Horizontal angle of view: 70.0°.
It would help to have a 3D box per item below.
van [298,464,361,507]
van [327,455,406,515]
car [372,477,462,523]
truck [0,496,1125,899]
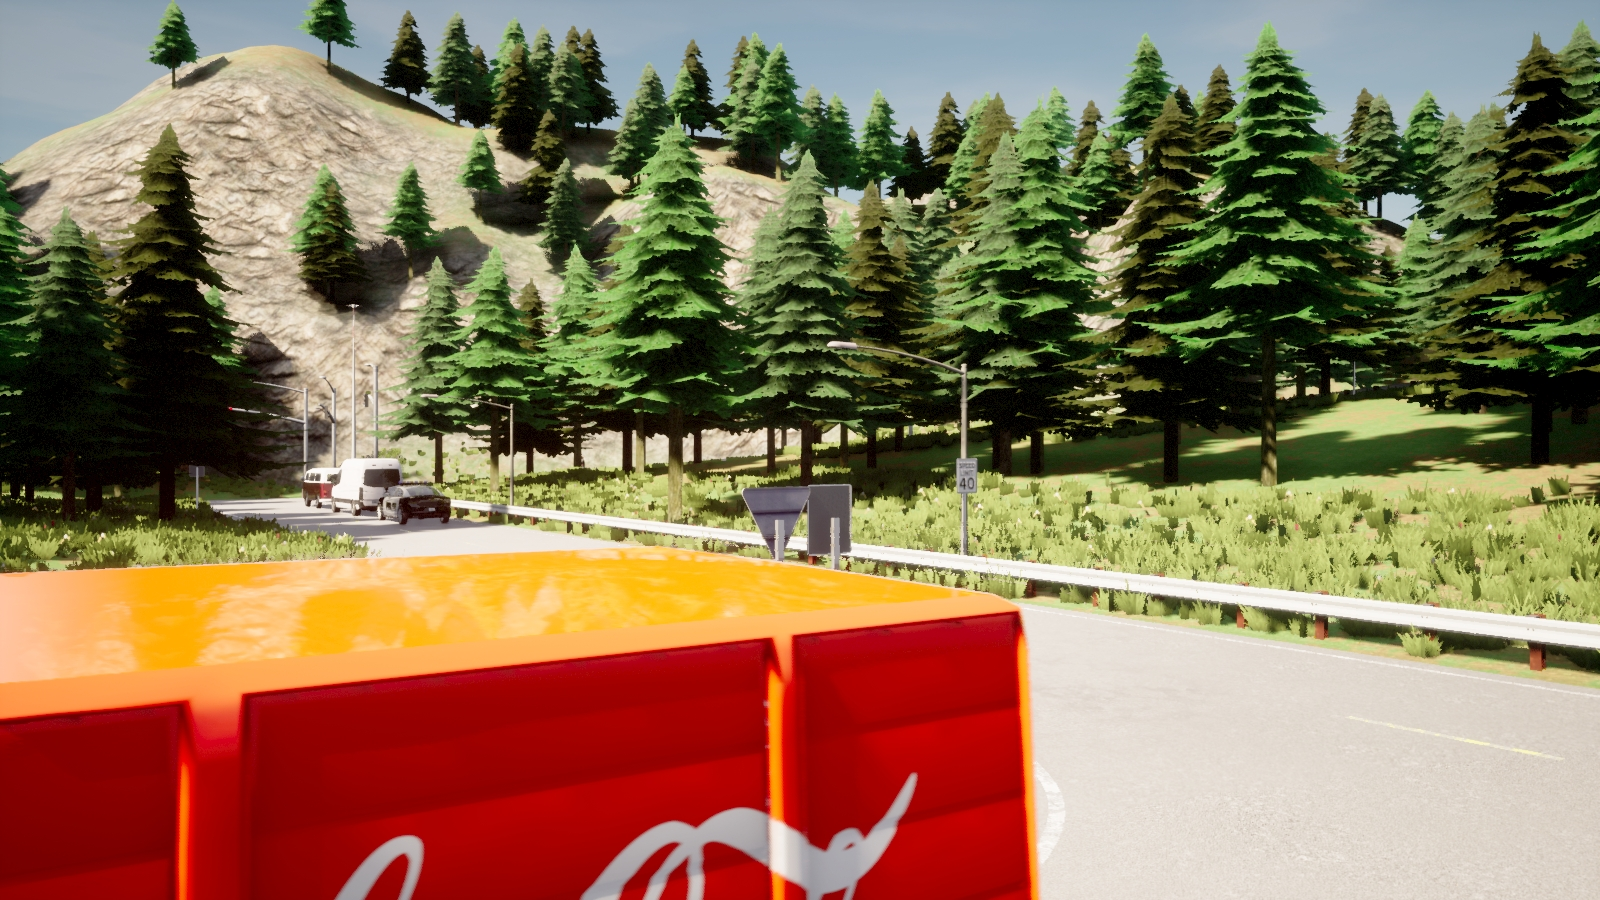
[{"bbox_3d":[-24.143,1.782,58.581,2.069,2.038,4.480,0,0,-35],"label":"van"},{"bbox_3d":[-20.079,1.534,52.765,1.988,2.561,5.915,0,0,-35],"label":"van"},{"bbox_3d":[-15.723,1.982,46.760,2.097,1.638,5.238,0,0,-35],"label":"car"},{"bbox_3d":[-2.095,1.429,2.370,5.204,2.467,2.627,0,0,-35],"label":"truck"}]
